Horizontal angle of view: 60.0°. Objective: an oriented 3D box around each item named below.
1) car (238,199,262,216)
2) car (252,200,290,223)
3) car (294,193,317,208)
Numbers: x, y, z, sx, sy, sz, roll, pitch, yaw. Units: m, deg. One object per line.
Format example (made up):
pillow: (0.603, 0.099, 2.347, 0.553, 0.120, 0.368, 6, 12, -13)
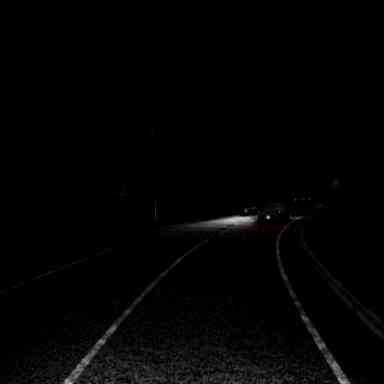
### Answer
car: (6.070, 1.447, 32.961, 2.128, 1.511, 4.902, -2, 1, 27)
car: (6.132, 1.492, 24.924, 1.812, 1.442, 4.674, -2, 0, 23)
car: (13.679, 0.883, 40.124, 2.097, 1.767, 4.553, -2, 1, 27)
